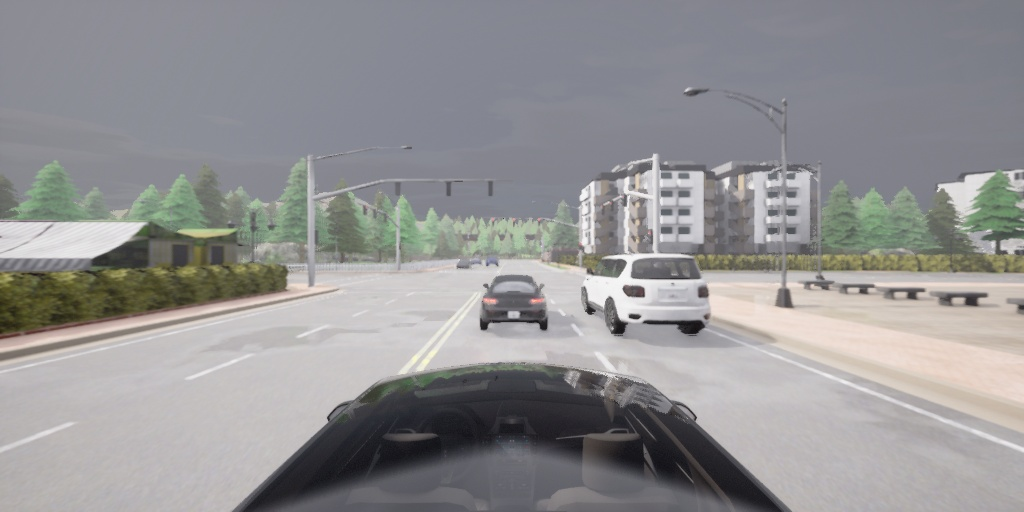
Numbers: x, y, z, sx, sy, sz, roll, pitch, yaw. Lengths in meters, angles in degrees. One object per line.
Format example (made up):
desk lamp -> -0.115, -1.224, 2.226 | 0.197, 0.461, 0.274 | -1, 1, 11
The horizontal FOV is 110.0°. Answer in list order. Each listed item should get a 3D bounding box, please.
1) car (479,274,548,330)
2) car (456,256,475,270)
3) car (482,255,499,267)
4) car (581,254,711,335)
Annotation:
car -> 0.059, 1.262, 10.949 | 1.812, 1.442, 4.674 | 0, 0, 0
car -> -6.997, 1.245, 52.271 | 1.837, 1.490, 4.892 | 0, 2, 0
car -> -3.514, 0.876, 63.582 | 2.150, 2.045, 5.566 | 0, 0, 1
car -> 3.555, 0.958, 10.578 | 2.150, 2.045, 5.566 | 0, 0, 0
